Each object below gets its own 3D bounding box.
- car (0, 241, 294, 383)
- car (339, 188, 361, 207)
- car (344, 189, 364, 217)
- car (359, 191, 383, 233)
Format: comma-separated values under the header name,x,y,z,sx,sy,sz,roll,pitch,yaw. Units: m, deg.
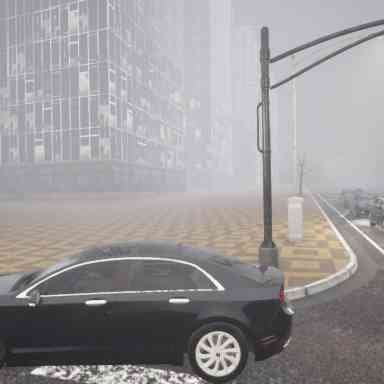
name,x,y,z,sx,sy,sz,roll,pitch,yaw
car,-1.085,1.505,4.775,4.892,1.490,1.837,0,0,0
car,13.025,0.453,26.784,2.128,1.511,4.902,-1,2,18
car,11.037,0.759,20.718,1.994,1.385,4.181,-1,2,17
car,8.995,0.928,14.422,2.128,1.511,4.902,-1,2,18
